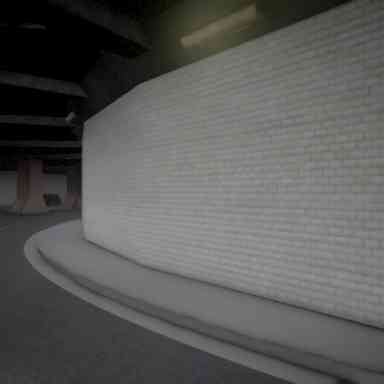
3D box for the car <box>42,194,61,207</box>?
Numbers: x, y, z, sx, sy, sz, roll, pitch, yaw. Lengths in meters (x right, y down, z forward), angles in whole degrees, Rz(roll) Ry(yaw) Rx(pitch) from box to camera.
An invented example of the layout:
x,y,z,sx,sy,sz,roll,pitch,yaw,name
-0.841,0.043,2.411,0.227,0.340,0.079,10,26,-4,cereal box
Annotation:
x,y,z,sx,sy,sz,roll,pitch,yaw,name
-22.505,1.263,50.458,2.150,2.045,5.566,0,0,20,car
